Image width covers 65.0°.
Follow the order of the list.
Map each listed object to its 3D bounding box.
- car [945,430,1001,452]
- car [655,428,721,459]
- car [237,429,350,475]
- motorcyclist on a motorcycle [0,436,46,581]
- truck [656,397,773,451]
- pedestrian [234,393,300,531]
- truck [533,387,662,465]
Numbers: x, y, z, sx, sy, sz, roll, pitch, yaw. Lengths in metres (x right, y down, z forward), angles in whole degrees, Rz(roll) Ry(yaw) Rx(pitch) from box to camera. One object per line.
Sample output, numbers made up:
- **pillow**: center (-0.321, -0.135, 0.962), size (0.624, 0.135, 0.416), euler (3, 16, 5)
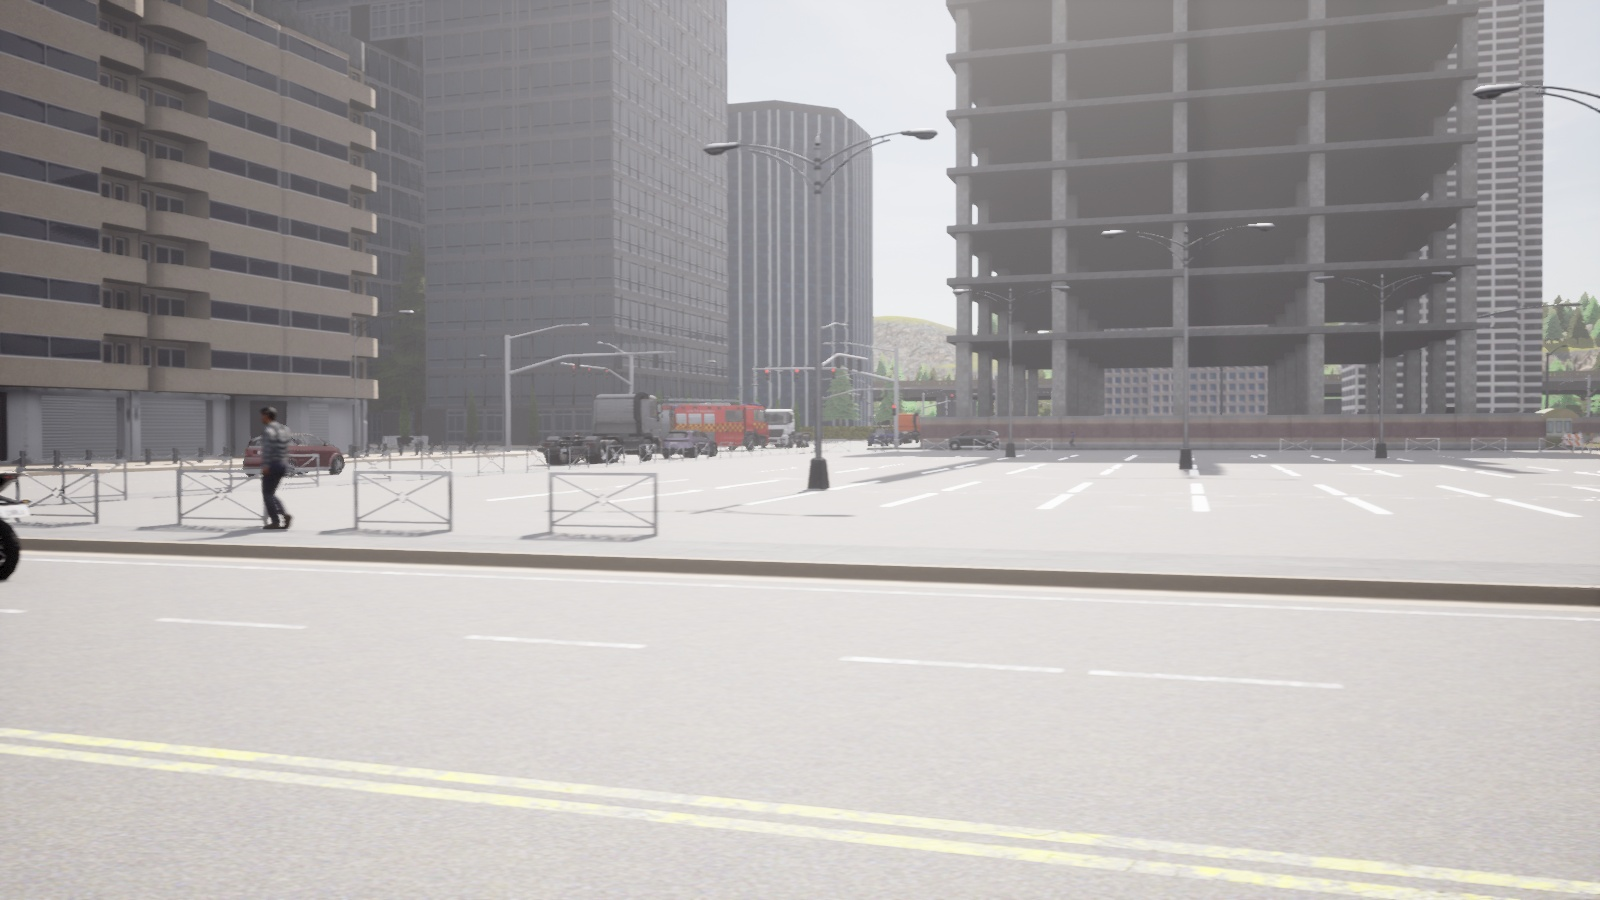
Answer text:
- **car**: center (12.347, -0.640, 89.673), size (3.705, 1.549, 1.789), euler (1, 1, 17)
- **car**: center (-6.242, -0.398, 70.599), size (2.033, 1.649, 4.856), euler (0, 1, 17)
- **car**: center (-17.865, 0.026, 44.455), size (1.789, 1.549, 3.705), euler (0, 1, 17)
- **motorcyclist on a motorcycle**: center (-9.458, 0.606, 13.717), size (2.191, 1.530, 0.866), euler (1, 1, 18)
- **truck**: center (-6.241, -1.881, 93.017), size (8.468, 3.827, 2.891), euler (0, 1, -38)
- **pedestrian**: center (-7.704, 0.165, 18.170), size (0.788, 1.949, 0.423), euler (1, 1, 17)
- **truck**: center (-9.478, -1.151, 59.953), size (2.891, 3.462, 7.936), euler (0, 1, 17)
